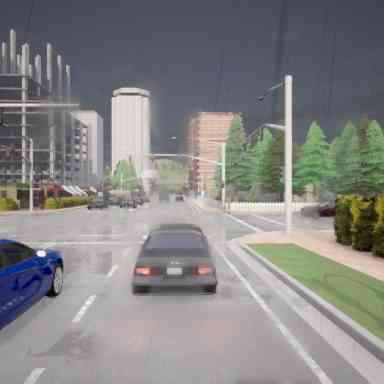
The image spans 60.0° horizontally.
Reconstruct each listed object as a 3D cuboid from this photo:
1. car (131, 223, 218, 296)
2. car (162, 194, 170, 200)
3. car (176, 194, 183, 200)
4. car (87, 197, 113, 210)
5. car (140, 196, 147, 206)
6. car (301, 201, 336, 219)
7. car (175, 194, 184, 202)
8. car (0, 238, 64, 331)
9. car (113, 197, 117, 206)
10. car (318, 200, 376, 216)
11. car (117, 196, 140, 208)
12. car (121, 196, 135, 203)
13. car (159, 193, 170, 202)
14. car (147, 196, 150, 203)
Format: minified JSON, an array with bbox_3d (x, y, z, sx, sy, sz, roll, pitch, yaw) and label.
[{"bbox_3d":[-0.409,1.547,8.820,2.033,1.411,5.357,0,0,-2],"label":"car"},{"bbox_3d":[-6.665,1.350,84.745,1.812,1.442,4.674,0,0,-2],"label":"car"},{"bbox_3d":[-3.167,1.326,84.873,1.837,1.490,4.892,0,0,-2],"label":"car"},{"bbox_3d":[-12.278,1.547,43.820,2.033,1.411,5.357,0,0,-2],"label":"car"},{"bbox_3d":[-9.176,1.563,55.255,1.994,1.385,4.181,0,0,-2],"label":"car"},{"bbox_3d":[11.779,1.477,28.178,5.008,1.535,1.882,0,0,-1],"label":"car"},{"bbox_3d":[-2.831,1.493,75.659,1.837,1.490,4.892,0,0,-2],"label":"car"},{"bbox_3d":[-3.723,1.478,5.526,1.882,1.535,5.008,0,0,-3],"label":"car"},{"bbox_3d":[-12.635,1.547,53.858,2.033,1.411,5.357,0,0,-2],"label":"car"},{"bbox_3d":[14.714,1.525,31.691,4.674,1.442,1.812,0,0,-1],"label":"car"},{"bbox_3d":[-8.881,1.564,46.829,1.994,1.385,4.181,0,0,-2],"label":"car"},{"bbox_3d":[-13.073,1.547,68.406,2.033,1.411,5.357,0,0,-2],"label":"car"},{"bbox_3d":[-6.317,1.217,75.211,2.150,2.045,5.566,0,0,-2],"label":"car"},{"bbox_3d":[-9.547,1.563,67.376,1.994,1.385,4.181,0,0,-2],"label":"car"}]
